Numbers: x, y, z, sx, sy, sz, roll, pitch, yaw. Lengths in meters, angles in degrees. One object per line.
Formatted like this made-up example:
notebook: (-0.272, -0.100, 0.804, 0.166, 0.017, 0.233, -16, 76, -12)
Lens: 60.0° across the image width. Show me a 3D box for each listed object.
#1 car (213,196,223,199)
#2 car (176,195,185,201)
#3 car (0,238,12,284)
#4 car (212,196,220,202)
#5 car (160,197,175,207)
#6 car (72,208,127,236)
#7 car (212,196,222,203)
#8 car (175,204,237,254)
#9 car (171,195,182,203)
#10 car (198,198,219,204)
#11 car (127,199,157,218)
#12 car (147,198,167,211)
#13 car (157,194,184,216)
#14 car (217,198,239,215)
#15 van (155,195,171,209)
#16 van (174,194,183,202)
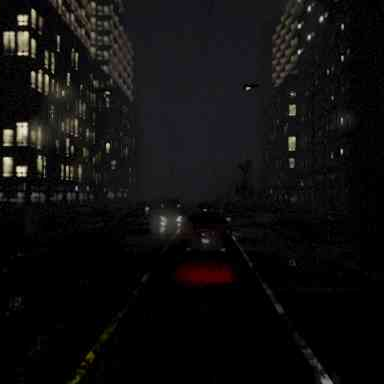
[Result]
car: (4.754, 1.468, 57.649, 1.967, 1.590, 4.097, 1, 0, 2)
car: (-2.795, 1.535, 80.722, 1.947, 1.339, 4.313, 1, 0, 2)
car: (-5.482, 1.534, 6.772, 1.947, 1.339, 4.313, 1, 0, 2)
car: (5.379, 1.549, 74.884, 1.752, 1.417, 4.829, 1, 0, 2)
car: (-3.829, 1.558, 52.280, 1.802, 1.307, 4.206, 1, 0, 2)
car: (-5.069, 1.554, 18.147, 1.802, 1.307, 4.206, 1, 0, 2)
car: (5.166, 1.607, 69.026, 1.802, 1.307, 4.206, 1, 0, 2)
car: (0.555, 1.485, 13.544, 1.882, 1.535, 5.008, 0, 0, 2)
car: (-3.207, 1.413, 69.344, 1.967, 1.590, 4.097, 1, 0, 2)
car: (1.178, 1.575, 30.669, 1.994, 1.385, 4.181, 0, 0, 2)
car: (-4.656, 1.526, 29.526, 2.008, 1.369, 4.403, 1, 0, 2)
car: (-4.242, 1.521, 40.902, 1.887, 1.381, 4.507, 1, 0, 2)
car: (-1.910, 1.343, 32.809, 2.097, 1.767, 4.553, 0, 0, 3)
car: (3.926, 1.595, 34.897, 1.947, 1.339, 4.313, 1, 0, 2)
van: (-4.033, 1.318, 46.591, 1.690, 1.788, 3.998, 1, 0, 2)
van: (-2.999, 1.312, 75.033, 1.690, 1.788, 3.998, 1, 0, 2)
